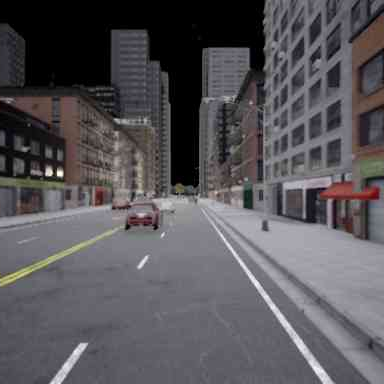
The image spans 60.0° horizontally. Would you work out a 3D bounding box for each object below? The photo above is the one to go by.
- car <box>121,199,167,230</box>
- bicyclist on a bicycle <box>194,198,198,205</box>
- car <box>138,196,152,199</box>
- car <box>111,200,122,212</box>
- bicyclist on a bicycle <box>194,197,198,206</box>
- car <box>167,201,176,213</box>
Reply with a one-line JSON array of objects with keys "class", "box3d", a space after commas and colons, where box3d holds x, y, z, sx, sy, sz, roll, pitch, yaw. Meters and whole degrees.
[{"class": "car", "box3d": [-3.153, 1.543, 22.793, 2.097, 1.767, 4.553, 0, -1, 0]}, {"class": "bicyclist on a bicycle", "box3d": [0.873, 2.142, 77.129, 0.866, 1.612, 1.509, 0, -1, 0]}, {"class": "car", "box3d": [-6.585, 1.631, 46.096, 2.150, 2.045, 5.566, 0, -1, 0]}, {"class": "car", "box3d": [-9.832, 1.887, 46.138, 1.882, 1.535, 5.008, 0, -1, 0]}, {"class": "bicyclist on a bicycle", "box3d": [0.880, 1.989, 68.077, 0.659, 1.776, 1.843, 0, 0, 0]}, {"class": "car", "box3d": [-3.158, 1.901, 42.544, 1.812, 1.442, 4.674, 0, -1, 0]}]
